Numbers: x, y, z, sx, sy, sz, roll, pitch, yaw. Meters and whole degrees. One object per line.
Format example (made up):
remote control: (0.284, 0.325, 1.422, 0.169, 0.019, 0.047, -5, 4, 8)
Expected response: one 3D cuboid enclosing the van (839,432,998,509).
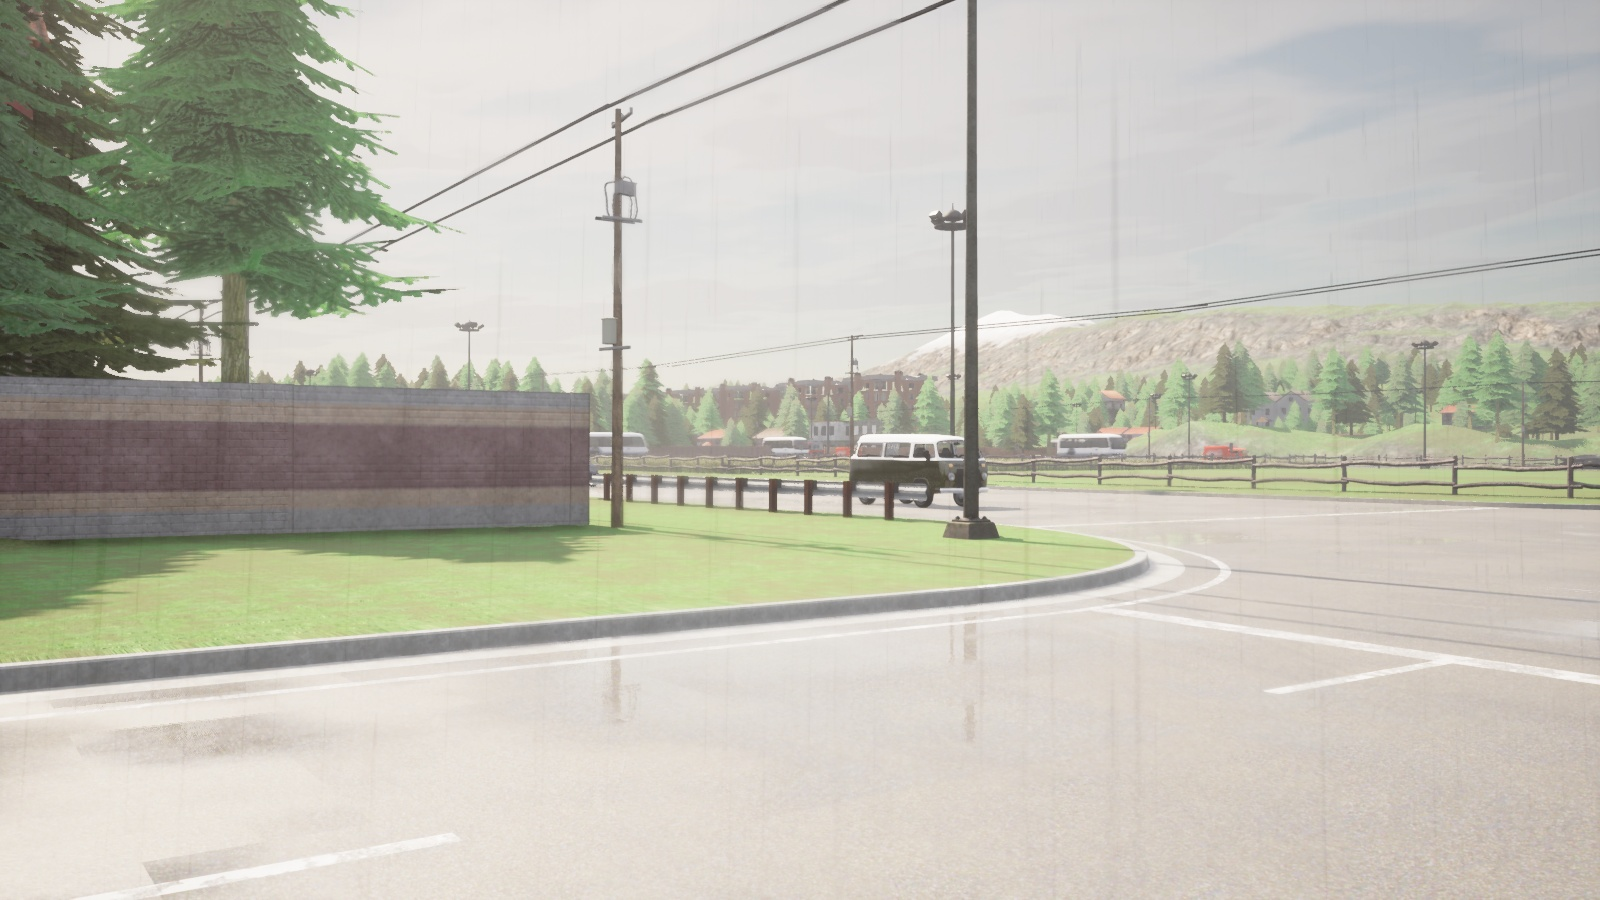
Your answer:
van: (3.282, 0.547, 35.585, 2.069, 2.038, 4.480, 0, 0, -35)
